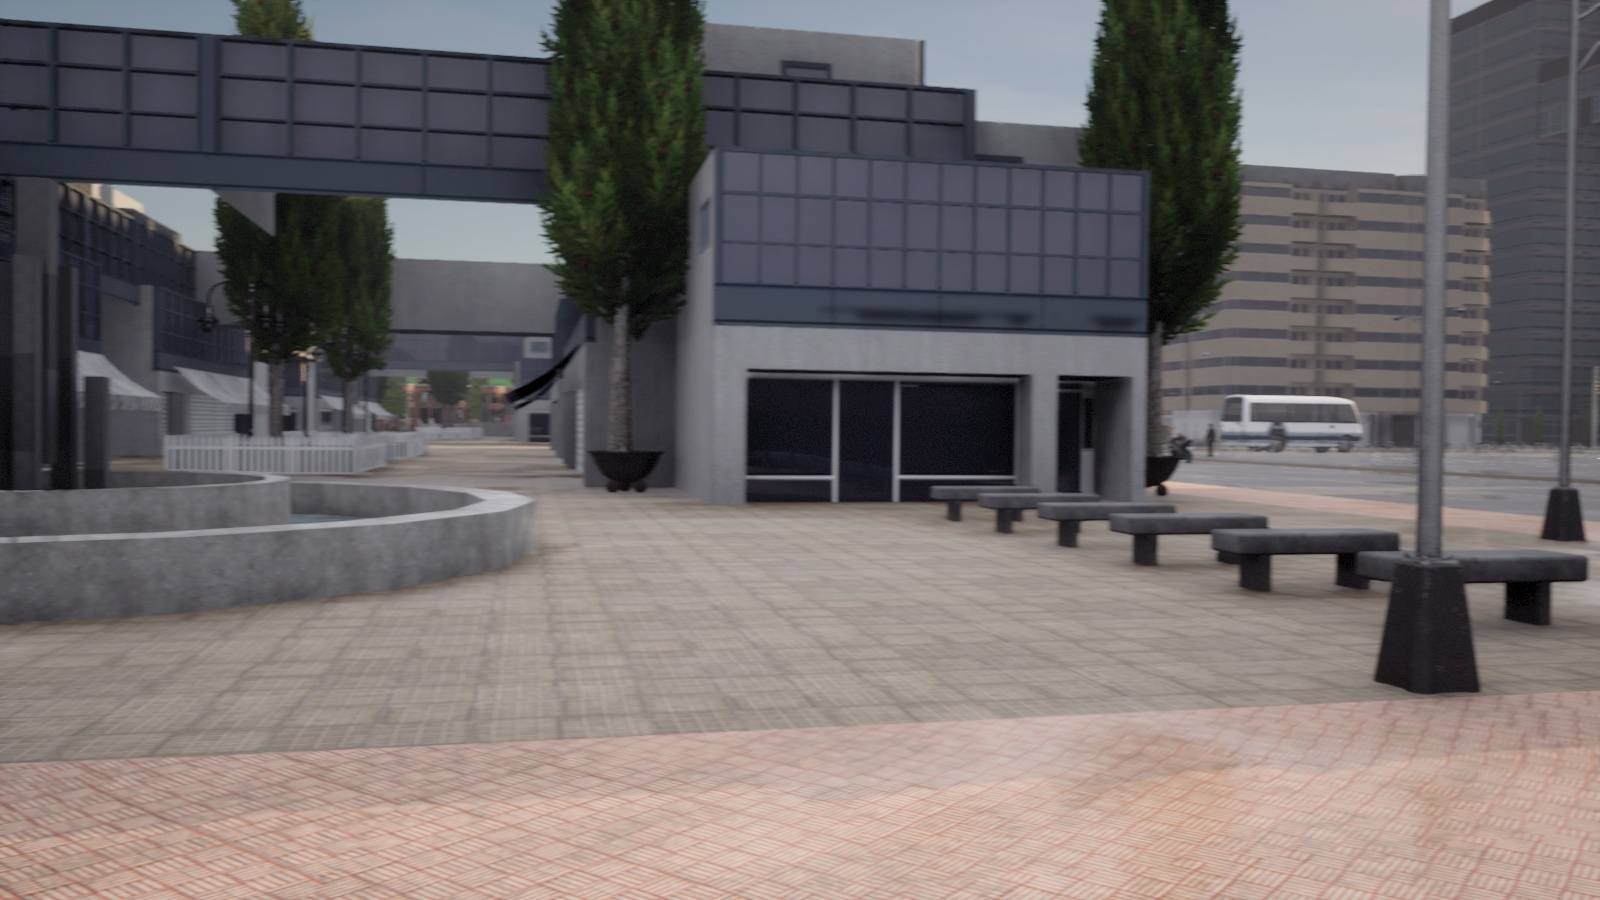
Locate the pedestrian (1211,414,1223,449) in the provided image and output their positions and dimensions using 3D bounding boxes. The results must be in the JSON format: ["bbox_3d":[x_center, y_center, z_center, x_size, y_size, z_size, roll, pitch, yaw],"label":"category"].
[{"bbox_3d":[22.616,-1.001,68.119,0.395,1.930,0.692,-1,1,-1],"label":"pedestrian"}]

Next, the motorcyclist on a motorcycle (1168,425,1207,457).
[{"bbox_3d":[18.937,-0.467,61.422,0.866,1.530,2.191,-1,1,-11],"label":"motorcyclist on a motorcycle"}]
